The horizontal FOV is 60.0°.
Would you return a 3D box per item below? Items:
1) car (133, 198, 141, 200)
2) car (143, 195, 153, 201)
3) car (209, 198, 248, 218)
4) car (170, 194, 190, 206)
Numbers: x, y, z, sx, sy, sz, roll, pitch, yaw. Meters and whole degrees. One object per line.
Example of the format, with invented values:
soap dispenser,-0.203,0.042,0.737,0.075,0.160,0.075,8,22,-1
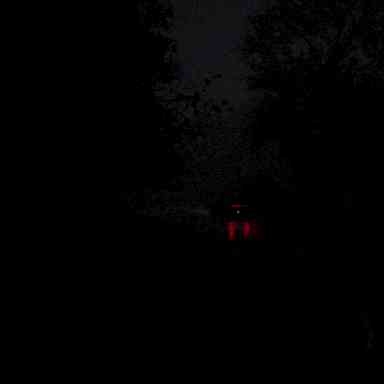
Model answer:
car,-15.532,1.544,91.225,4.181,1.385,1.994,-1,-2,44
car,-10.602,1.344,80.680,1.882,1.535,5.008,1,-1,-15
car,2.732,1.174,25.904,2.128,1.511,4.902,1,1,-13
car,-1.643,1.012,44.063,1.882,1.535,5.008,1,0,-14
